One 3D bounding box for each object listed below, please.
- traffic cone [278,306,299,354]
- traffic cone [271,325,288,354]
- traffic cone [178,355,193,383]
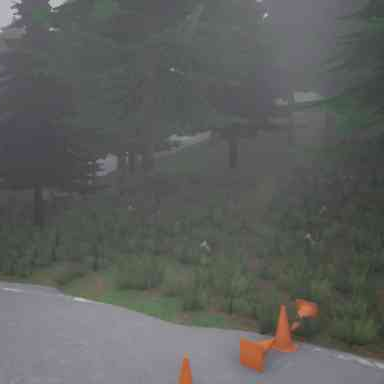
[{"bbox_3d":[1.309,1.934,4.785,0.340,0.580,0.340,0,0,43],"label":"traffic cone"},{"bbox_3d":[0.938,2.053,4.401,0.340,0.340,0.580,0,0,43],"label":"traffic cone"},{"bbox_3d":[-0.064,1.939,3.334,0.340,0.580,0.340,0,0,43],"label":"traffic cone"}]
